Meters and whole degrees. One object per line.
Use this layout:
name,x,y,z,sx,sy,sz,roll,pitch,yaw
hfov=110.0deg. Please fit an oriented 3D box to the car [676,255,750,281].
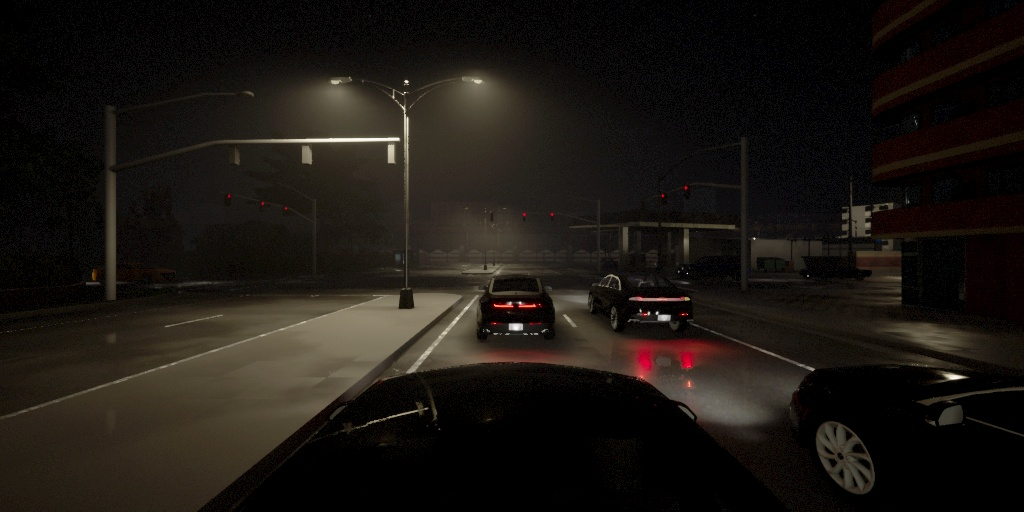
car,16.637,0.972,29.864,5.566,2.045,2.150,0,0,-1

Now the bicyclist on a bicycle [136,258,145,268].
bicyclist on a bicycle,-38.222,1.053,36.751,0.582,1.620,1.656,0,0,0

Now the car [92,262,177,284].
car,-27.587,1.228,26.331,5.008,1.535,1.882,0,0,0

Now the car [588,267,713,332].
car,3.604,1.242,10.871,2.128,1.511,4.902,0,0,0

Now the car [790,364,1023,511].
car,3.600,1.255,1.463,1.837,1.490,4.892,0,0,0

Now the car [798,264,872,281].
car,26.945,1.351,30.011,4.718,1.301,1.895,0,0,-1

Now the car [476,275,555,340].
car,0.097,1.255,10.016,1.837,1.490,4.892,0,0,0
